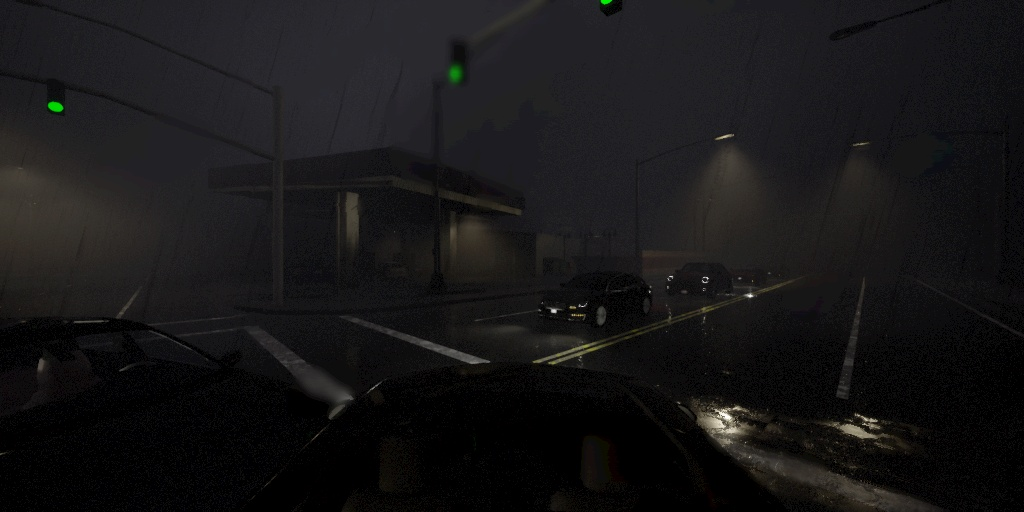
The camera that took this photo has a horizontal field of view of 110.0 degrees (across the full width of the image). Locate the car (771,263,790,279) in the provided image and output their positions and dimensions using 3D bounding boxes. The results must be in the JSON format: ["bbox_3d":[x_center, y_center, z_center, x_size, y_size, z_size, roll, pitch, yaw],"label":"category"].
[{"bbox_3d":[23.667,1.312,32.403,4.181,1.385,1.994,0,0,-45],"label":"car"}]

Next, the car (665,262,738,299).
[{"bbox_3d":[9.656,1.101,18.390,2.097,1.767,4.553,0,0,45],"label":"car"}]

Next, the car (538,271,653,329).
[{"bbox_3d":[2.841,1.254,11.520,1.837,1.490,4.892,0,0,44],"label":"car"}]

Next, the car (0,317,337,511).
[{"bbox_3d":[-3.430,1.242,2.480,4.902,1.511,2.128,0,0,15],"label":"car"}]

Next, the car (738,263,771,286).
[{"bbox_3d":[16.559,1.313,25.324,1.994,1.385,4.181,0,0,44],"label":"car"}]
